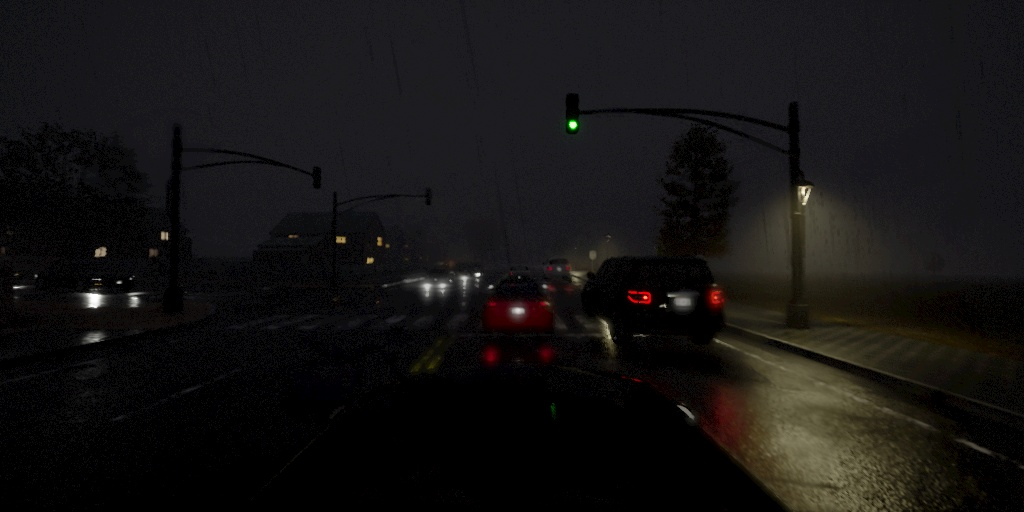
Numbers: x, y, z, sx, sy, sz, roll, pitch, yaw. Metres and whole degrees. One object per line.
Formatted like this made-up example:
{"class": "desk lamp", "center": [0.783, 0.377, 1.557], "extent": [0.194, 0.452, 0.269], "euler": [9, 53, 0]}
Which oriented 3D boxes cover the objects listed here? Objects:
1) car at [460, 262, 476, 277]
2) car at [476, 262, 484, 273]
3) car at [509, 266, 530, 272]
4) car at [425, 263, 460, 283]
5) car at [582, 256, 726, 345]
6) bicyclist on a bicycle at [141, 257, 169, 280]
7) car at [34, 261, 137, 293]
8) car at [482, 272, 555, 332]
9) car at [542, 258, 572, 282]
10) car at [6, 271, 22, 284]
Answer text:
{"class": "car", "center": [-5.659, 1.525, 40.794], "extent": [1.837, 1.490, 4.892], "euler": [0, 0, 3]}
{"class": "car", "center": [-5.125, 1.603, 50.764], "extent": [1.837, 1.490, 4.892], "euler": [0, 0, 4]}
{"class": "car", "center": [0.713, 1.559, 32.922], "extent": [1.895, 1.301, 4.718], "euler": [0, 0, 2]}
{"class": "car", "center": [-6.082, 1.495, 30.924], "extent": [2.033, 1.411, 5.357], "euler": [0, 0, -1]}
{"class": "car", "center": [3.417, 1.021, 9.780], "extent": [2.150, 2.045, 5.566], "euler": [0, 0, 1]}
{"class": "bicyclist on a bicycle", "center": [-24.753, 0.872, 24.902], "extent": [0.582, 1.620, 1.656], "euler": [1, -1, 15]}
{"class": "car", "center": [-21.317, 0.998, 17.942], "extent": [4.892, 1.490, 1.837], "euler": [1, -1, 15]}
{"class": "car", "center": [0.190, 1.373, 11.050], "extent": [1.994, 1.385, 4.181], "euler": [0, 0, 1]}
{"class": "car", "center": [3.913, 1.168, 31.482], "extent": [2.150, 2.045, 5.566], "euler": [0, 0, 2]}
{"class": "car", "center": [-30.901, 0.894, 20.445], "extent": [5.357, 1.411, 2.033], "euler": [1, -1, 15]}
